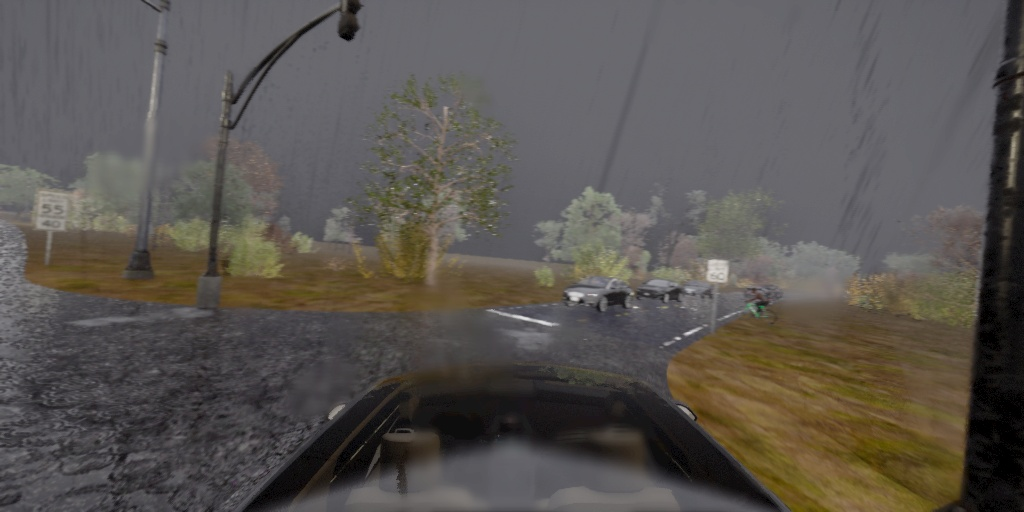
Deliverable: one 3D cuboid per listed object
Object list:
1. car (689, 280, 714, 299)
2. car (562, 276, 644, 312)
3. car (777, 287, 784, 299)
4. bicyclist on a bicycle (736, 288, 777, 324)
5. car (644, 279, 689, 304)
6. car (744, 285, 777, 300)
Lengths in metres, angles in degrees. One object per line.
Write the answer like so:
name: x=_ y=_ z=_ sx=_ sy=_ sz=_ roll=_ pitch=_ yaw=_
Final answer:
car: x=16.635 y=2.947 z=32.094 sx=2.128 sy=1.511 sz=4.902 roll=5 pitch=0 yaw=41
car: x=4.218 y=1.718 z=17.180 sx=2.128 sy=1.511 sz=4.902 roll=5 pitch=0 yaw=39
car: x=33.105 y=4.563 z=45.576 sx=1.837 sy=1.490 sz=4.892 roll=5 pitch=0 yaw=45
bicyclist on a bicycle: x=11.729 y=2.371 z=17.204 sx=1.656 sy=1.620 sz=0.582 roll=6 pitch=0 yaw=39
car: x=10.112 y=2.288 z=24.436 sx=1.882 sy=1.535 sz=5.008 roll=5 pitch=0 yaw=40
car: x=25.942 y=3.840 z=37.822 sx=2.128 sy=1.511 sz=4.902 roll=5 pitch=0 yaw=43
